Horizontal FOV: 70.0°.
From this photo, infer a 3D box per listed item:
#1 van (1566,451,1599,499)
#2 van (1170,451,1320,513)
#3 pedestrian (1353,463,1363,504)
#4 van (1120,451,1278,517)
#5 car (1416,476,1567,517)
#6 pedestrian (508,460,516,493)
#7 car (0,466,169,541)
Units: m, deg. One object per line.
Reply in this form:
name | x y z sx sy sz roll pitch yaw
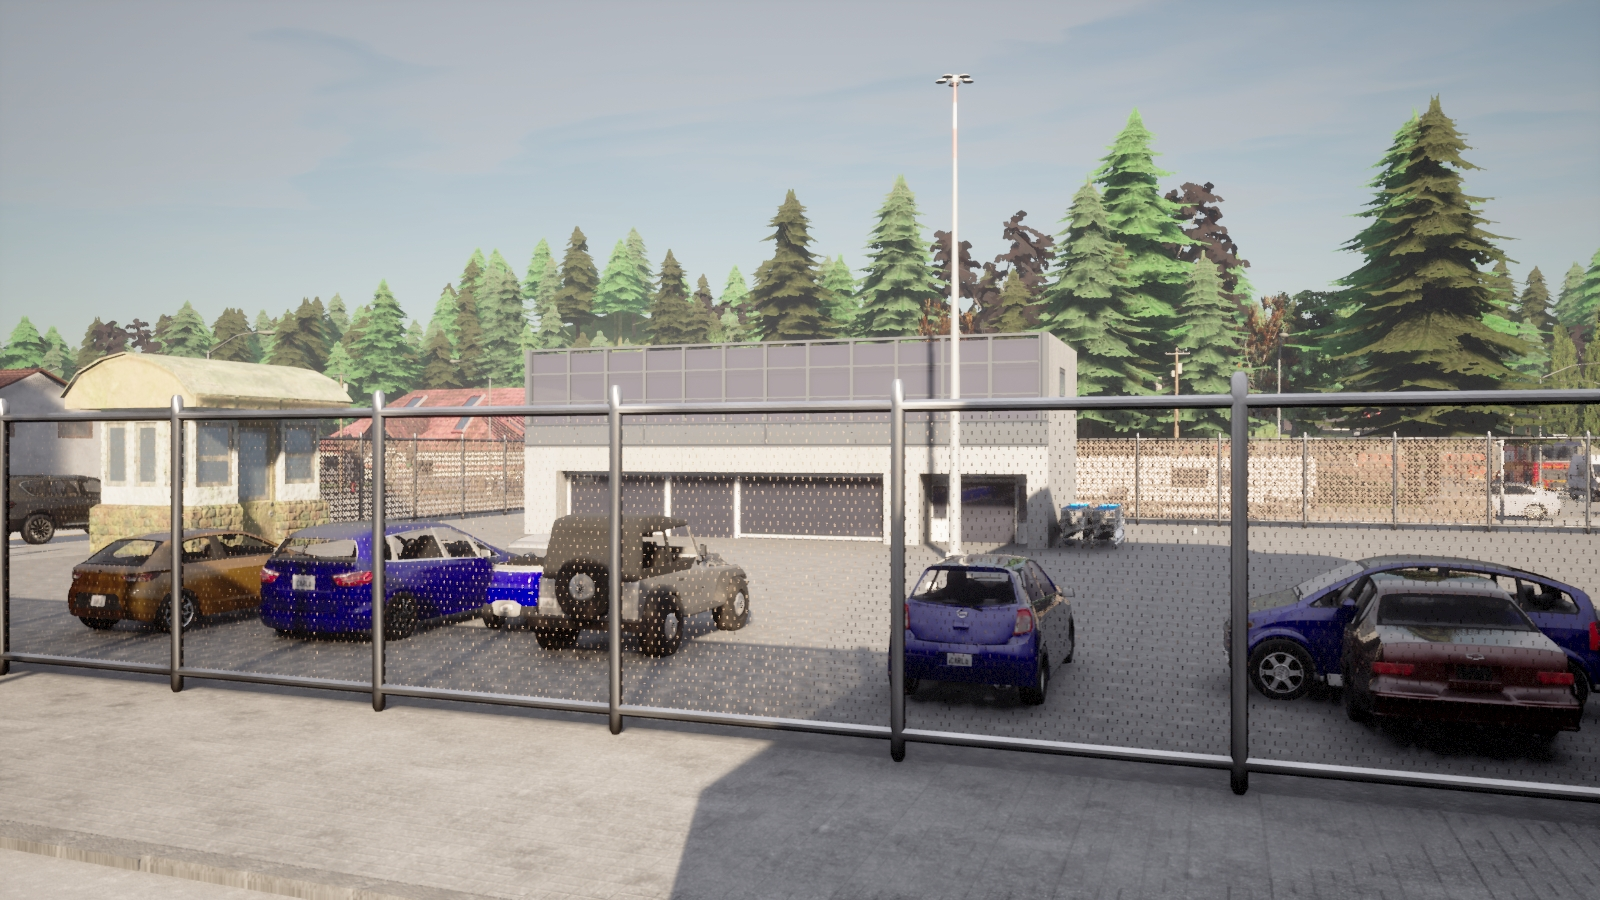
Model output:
van | 44.029 1.315 62.682 1.988 2.561 5.915 0 0 20
van | 19.094 1.314 49.241 5.915 2.561 1.988 0 0 21
pedestrian | 25.731 1.526 52.665 0.375 1.860 0.375 0 0 20
van | 16.086 1.314 46.211 5.915 2.561 1.988 0 0 20
car | 27.780 1.842 46.109 4.892 1.480 2.231 0 0 20
pedestrian | -16.633 1.521 65.978 0.375 1.860 0.375 0 0 -38
car | -22.830 1.558 35.491 2.150 2.045 5.566 0 0 21
